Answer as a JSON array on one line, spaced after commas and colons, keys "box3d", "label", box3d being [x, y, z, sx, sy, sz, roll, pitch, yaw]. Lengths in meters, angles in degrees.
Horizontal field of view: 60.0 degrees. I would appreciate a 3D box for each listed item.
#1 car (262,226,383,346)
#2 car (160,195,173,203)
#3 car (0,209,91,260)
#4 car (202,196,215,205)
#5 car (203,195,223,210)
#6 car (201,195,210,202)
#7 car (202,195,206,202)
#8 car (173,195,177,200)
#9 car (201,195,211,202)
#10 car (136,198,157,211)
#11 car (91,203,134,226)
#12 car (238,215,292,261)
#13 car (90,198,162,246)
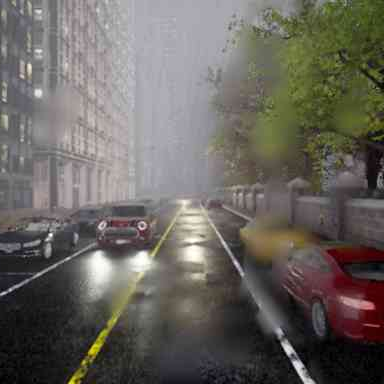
[{"box3d": [2.709, 1.565, 6.174, 1.802, 1.307, 4.206, 0, 0, 0], "label": "car"}, {"box3d": [-5.191, 1.387, 62.727, 1.887, 1.381, 4.507, 0, 0, 0], "label": "car"}, {"box3d": [-5.460, 1.518, 12.096, 2.008, 1.369, 4.403, 0, 0, 0], "label": "car"}, {"box3d": [2.778, 1.400, 56.841, 1.887, 1.381, 4.507, 0, 0, 0], "label": "car"}, {"box3d": [2.712, 1.441, 39.928, 1.887, 1.381, 4.507, 0, 0, 0], "label": "car"}, {"box3d": [2.987, 1.342, 73.932, 1.752, 1.417, 4.829, 0, 0, 1], "label": "car"}, {"box3d": [2.719, 1.433, 45.561, 2.008, 1.369, 4.403, 0, 0, 0], "label": "car"}, {"box3d": [-4.823, 1.359, 85.229, 1.947, 1.339, 4.313, 0, 0, 1], "label": "car"}, {"box3d": [2.900, 1.375, 68.122, 1.887, 1.381, 4.507, 0, 0, 1], "label": "car"}, {"box3d": [-5.458, 1.462, 40.233, 1.947, 1.339, 4.313, 0, 0, 0], "label": "car"}, {"box3d": [-5.459, 1.504, 23.351, 1.947, 1.339, 4.313, 0, 0, 0], "label": "car"}, {"box3d": [2.710, 1.492, 11.969, 1.752, 1.417, 4.829, 0, 0, 0], "label": "car"}, {"box3d": [-2.750, 1.310, 15.024, 2.097, 1.767, 4.553, 0, 0, 0], "label": "car"}]
